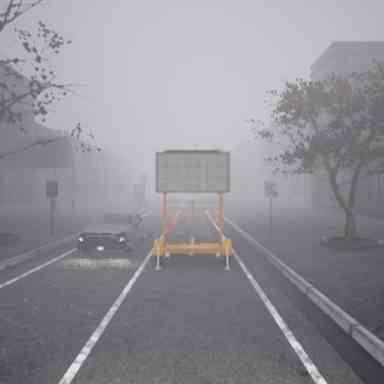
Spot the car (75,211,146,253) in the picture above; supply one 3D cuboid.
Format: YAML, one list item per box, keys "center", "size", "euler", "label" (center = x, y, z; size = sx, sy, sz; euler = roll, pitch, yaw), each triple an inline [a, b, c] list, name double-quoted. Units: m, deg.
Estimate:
- center: [-3.071, 1.503, 13.817]
  size: [2.033, 1.411, 5.357]
  euler: [0, 0, 0]
  label: "car"

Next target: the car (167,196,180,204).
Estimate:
- center: [-2.952, 1.342, 55.278]
  size: [1.994, 1.385, 4.181]
  euler: [0, 0, 0]
  label: "car"

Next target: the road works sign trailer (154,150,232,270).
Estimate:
- center: [0.025, 0.429, 10.919]
  size: [2.380, 3.560, 2.880]
  euler: [0, 0, 0]
  label: "road works sign trailer"
